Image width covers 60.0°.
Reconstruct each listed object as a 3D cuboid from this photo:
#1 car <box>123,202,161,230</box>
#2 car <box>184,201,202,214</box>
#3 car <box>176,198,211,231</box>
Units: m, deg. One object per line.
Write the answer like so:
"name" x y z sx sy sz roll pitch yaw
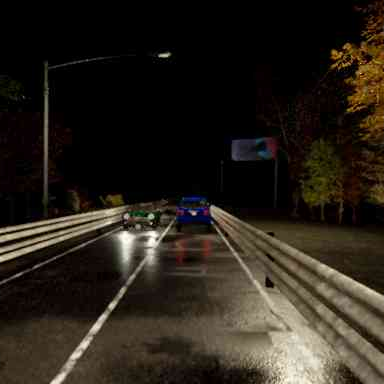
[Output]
"car" -3.326 1.536 22.767 2.097 1.767 4.553 0 0 0
"car" 0.128 1.887 42.030 2.033 1.411 5.357 0 0 0
"car" 0.121 1.403 22.369 2.150 2.045 5.566 0 0 0
